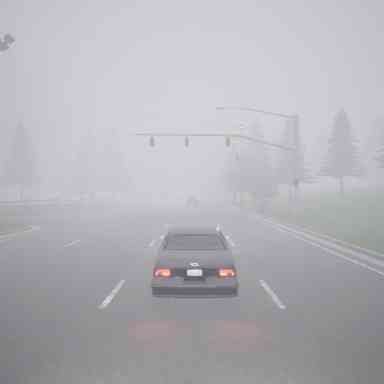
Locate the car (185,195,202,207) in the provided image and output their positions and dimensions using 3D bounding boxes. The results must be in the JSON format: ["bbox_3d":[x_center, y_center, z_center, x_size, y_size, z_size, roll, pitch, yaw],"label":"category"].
[{"bbox_3d":[0.023,1.352,52.733,2.097,1.767,4.553,0,0,0],"label":"car"}]

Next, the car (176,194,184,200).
[{"bbox_3d":[-3.454,1.357,93.798,2.128,1.511,4.902,0,0,0],"label":"car"}]

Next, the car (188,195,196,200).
[{"bbox_3d":[0.046,1.540,94.209,2.033,1.411,5.357,0,0,0],"label":"car"}]

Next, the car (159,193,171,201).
[{"bbox_3d":[-6.959,1.217,83.409,2.150,2.045,5.566,0,0,0],"label":"car"}]

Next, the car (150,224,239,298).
[{"bbox_3d":[0.070,1.547,8.694,2.033,1.411,5.357,0,0,0],"label":"car"}]

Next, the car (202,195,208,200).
[{"bbox_3d":[3.546,1.500,94.208,1.837,1.490,4.892,0,0,0],"label":"car"}]

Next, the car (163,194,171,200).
[{"bbox_3d":[-6.954,1.385,93.799,1.994,1.385,4.181,0,0,0],"label":"car"}]

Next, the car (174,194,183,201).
[{"bbox_3d":[-3.459,1.516,83.794,1.812,1.442,4.674,0,0,0],"label":"car"}]
